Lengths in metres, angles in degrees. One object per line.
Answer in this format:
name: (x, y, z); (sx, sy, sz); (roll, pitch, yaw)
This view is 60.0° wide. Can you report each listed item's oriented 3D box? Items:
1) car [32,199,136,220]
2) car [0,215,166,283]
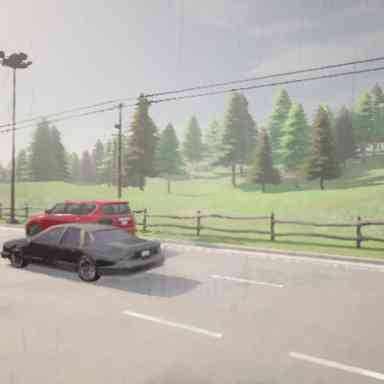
car: (-5.042, 1.343, 14.949); (5.566, 2.045, 2.150); (0, -1, 31)
car: (-3.365, 1.629, 9.893); (5.357, 1.411, 2.033); (0, -1, 30)
